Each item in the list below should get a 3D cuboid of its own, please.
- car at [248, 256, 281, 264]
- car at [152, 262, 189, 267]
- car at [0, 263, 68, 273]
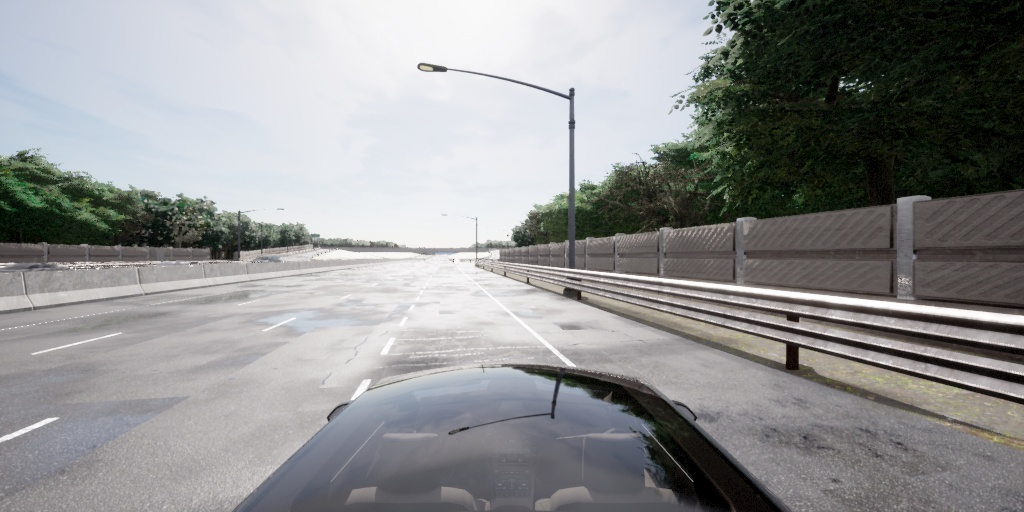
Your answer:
[{"bbox_3d":[-33.688,1.017,49.008,2.150,2.045,5.566,0,0,-10],"label":"car"},{"bbox_3d":[-34.945,1.299,36.506,1.812,1.442,4.674,0,0,-11],"label":"car"},{"bbox_3d":[-36.748,1.267,27.112,1.837,1.490,4.892,0,0,-11],"label":"car"}]
